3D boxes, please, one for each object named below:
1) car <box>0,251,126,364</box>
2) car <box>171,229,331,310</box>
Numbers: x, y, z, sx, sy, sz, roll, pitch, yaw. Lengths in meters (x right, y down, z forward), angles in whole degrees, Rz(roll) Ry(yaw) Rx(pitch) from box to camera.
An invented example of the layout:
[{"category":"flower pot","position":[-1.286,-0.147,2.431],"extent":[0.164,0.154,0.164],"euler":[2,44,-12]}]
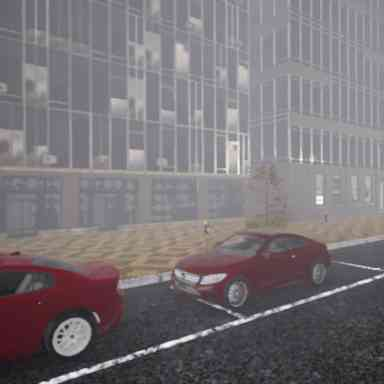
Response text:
[{"category":"car","position":[-3.118,1.546,4.333],"extent":[4.507,1.381,1.887],"euler":[-1,0,-36]},{"category":"car","position":[1.517,1.538,7.640],"extent":[4.206,1.307,1.802],"euler":[-1,0,-36]}]
